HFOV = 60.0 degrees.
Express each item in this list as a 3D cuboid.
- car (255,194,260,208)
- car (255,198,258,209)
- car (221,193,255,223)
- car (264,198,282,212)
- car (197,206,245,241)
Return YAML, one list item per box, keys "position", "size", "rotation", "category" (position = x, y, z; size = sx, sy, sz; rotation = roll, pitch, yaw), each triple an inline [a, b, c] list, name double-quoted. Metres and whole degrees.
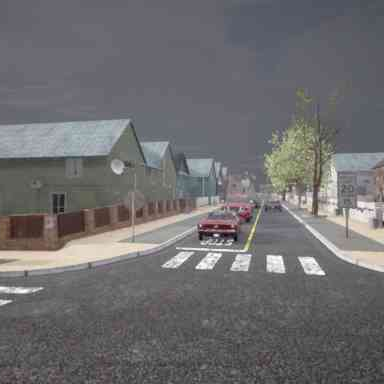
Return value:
- position: [8.247, 1.230, 46.496]
  size: [2.150, 2.045, 5.566]
  rotation: [0, 0, 17]
  category: "car"
- position: [5.836, 1.610, 36.149]
  size: [1.895, 1.301, 4.718]
  rotation: [0, 0, 13]
  category: "car"
- position: [3.632, 1.229, 26.435]
  size: [2.150, 2.045, 5.566]
  rotation: [0, 0, 13]
  category: "car"
- position: [9.693, 1.502, 39.850]
  size: [2.128, 1.511, 4.902]
  rotation: [0, 0, 13]
  category: "car"
- position: [1.515, 1.606, 16.917]
  size: [1.895, 1.301, 4.718]
  rotation: [0, 0, 11]
  category: "car"
